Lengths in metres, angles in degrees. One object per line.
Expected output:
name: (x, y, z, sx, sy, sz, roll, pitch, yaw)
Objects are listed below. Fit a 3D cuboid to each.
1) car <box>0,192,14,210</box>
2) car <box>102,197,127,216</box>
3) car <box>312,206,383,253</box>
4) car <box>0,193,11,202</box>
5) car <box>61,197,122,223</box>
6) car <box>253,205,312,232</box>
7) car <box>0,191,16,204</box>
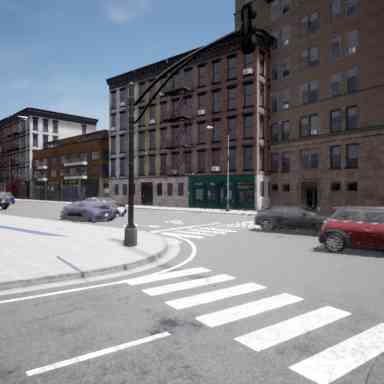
car: (-20.258, 0.749, 33.115, 5.566, 2.045, 2.150, 2, 1, 40)
car: (-7.257, 1.179, 26.808, 4.902, 1.511, 2.128, 1, 0, 38)
car: (7.050, 1.333, 11.940, 4.553, 1.767, 2.097, 1, 2, 36)
car: (-33.139, 0.898, 57.608, 4.674, 1.442, 1.812, 1, 0, 43)
car: (-7.061, 1.267, 22.542, 4.181, 1.385, 1.994, 1, 0, 38)
car: (5.470, 1.389, 17.142, 4.674, 1.442, 1.812, 1, 0, 36)
car: (-27.584, 0.786, 48.231, 4.553, 1.767, 2.097, 1, 0, 41)
